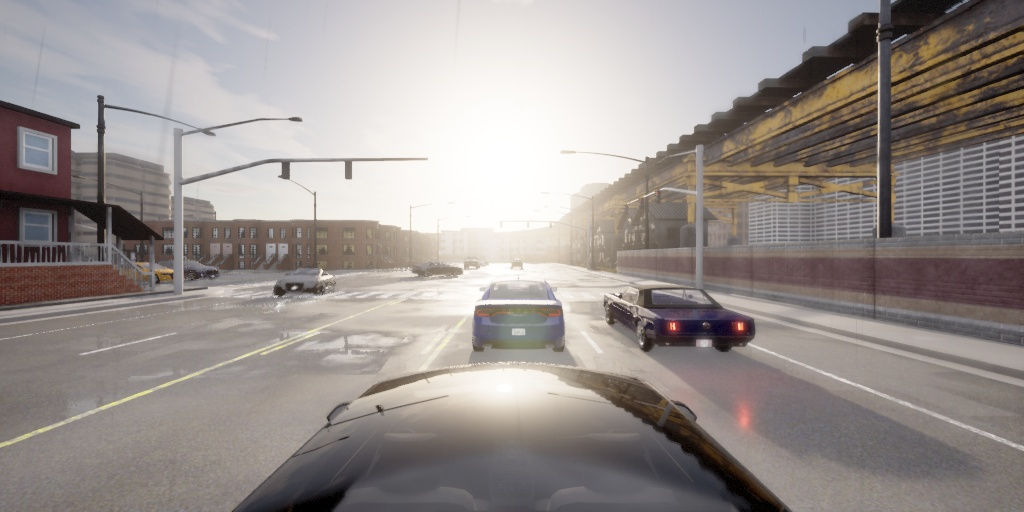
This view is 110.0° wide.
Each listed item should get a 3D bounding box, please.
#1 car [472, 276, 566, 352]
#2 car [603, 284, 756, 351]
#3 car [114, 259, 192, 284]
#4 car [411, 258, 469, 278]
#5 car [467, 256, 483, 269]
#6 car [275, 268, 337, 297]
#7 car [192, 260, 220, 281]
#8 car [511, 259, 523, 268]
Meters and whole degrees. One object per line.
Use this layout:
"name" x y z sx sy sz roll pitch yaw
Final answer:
"car" 0.159 1.227 8.994 1.882 1.535 5.008 0 0 1
"car" 3.658 1.351 8.953 1.895 1.301 4.718 0 0 1
"car" -27.093 1.227 26.423 5.008 1.535 1.882 0 0 0
"car" -7.020 1.240 33.833 4.902 1.511 2.128 0 0 -34
"car" -6.348 0.970 57.603 2.150 2.045 5.566 0 0 1
"car" -10.700 1.313 18.905 1.994 1.385 4.181 0 0 -12
"car" -27.196 1.102 29.931 4.553 1.767 2.097 0 0 1
"car" 0.816 1.253 58.780 1.837 1.490 4.892 0 0 1
